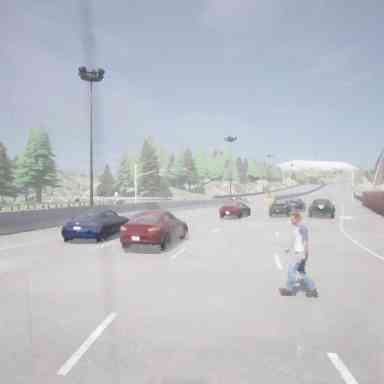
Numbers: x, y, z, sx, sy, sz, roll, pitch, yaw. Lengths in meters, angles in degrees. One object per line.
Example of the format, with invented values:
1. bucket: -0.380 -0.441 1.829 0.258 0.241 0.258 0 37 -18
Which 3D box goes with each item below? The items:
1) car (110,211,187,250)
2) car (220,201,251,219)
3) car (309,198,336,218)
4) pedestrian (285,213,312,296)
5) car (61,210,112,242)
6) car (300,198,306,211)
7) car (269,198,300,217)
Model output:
1. car: -1.531 1.526 14.337 1.812 1.442 4.674 0 0 13
2. car: 3.884 1.525 29.528 1.812 1.442 4.674 0 0 24
3. car: 11.995 1.352 30.518 2.097 1.767 4.553 0 0 24
4. pedestrian: 2.278 1.294 7.136 0.375 1.860 0.375 0 0 7
5. car: -4.571 1.563 16.562 1.994 1.385 4.181 0 0 13
6. car: 12.678 1.492 40.499 2.128 1.511 4.902 0 0 25
7. car: 8.553 1.491 31.426 2.128 1.511 4.902 0 0 24
